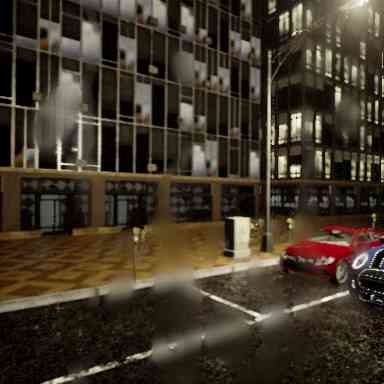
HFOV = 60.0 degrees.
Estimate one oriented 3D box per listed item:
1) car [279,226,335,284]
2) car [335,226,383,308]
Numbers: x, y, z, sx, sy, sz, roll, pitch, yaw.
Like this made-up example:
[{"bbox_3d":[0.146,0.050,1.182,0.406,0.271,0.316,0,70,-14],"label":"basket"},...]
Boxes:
[{"bbox_3d":[4.379,1.664,9.668,4.206,1.307,1.802,1,0,-35],"label":"car"},{"bbox_3d":[5.424,1.429,7.234,4.553,1.767,2.097,1,0,-35],"label":"car"}]
